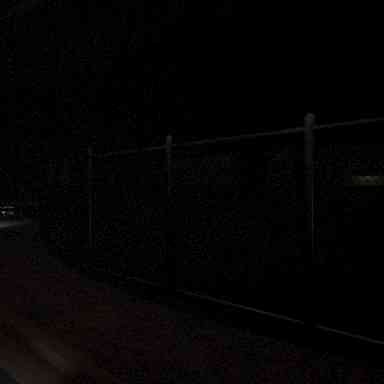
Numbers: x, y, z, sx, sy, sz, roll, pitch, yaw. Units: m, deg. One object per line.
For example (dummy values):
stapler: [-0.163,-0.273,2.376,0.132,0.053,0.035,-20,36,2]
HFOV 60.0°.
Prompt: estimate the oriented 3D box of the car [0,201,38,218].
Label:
car: [-15.500,1.539,30.734,2.128,1.511,4.902,0,0,11]
